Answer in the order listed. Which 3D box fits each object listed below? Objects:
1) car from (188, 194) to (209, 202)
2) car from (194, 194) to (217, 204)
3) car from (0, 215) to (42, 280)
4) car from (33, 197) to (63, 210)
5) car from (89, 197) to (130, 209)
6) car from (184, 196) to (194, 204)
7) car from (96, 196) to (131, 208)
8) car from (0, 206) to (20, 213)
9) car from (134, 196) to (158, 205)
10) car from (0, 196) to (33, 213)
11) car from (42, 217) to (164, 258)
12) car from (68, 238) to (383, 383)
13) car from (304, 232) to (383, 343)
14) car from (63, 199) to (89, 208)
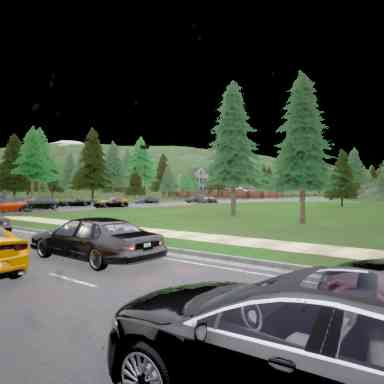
[{"bbox_3d":[1.349,1.278,70.973,2.097,1.767,4.553,0,0,38],"label":"car"},{"bbox_3d":[2.923,1.525,61.806,1.812,1.442,4.674,0,0,39],"label":"car"},{"bbox_3d":[-6.252,1.478,8.860,5.008,1.535,1.882,0,0,38],"label":"car"},{"bbox_3d":[-18.679,1.352,40.299,2.097,1.767,4.553,0,0,38],"label":"car"},{"bbox_3d":[-10.854,1.601,44.521,1.895,1.301,4.718,0,0,38],"label":"car"},{"bbox_3d":[0.515,1.507,64.391,1.837,1.490,4.892,0,-1,39],"label":"car"},{"bbox_3d":[-11.538,1.478,49.285,1.882,1.535,5.008,0,1,38],"label":"car"},{"bbox_3d":[-11.231,1.547,17.095,5.357,1.411,2.033,0,0,38],"label":"car"},{"bbox_3d":[-8.082,1.488,59.249,2.128,1.511,4.902,0,0,38],"label":"car"},{"bbox_3d":[-19.236,1.351,33.870,2.097,1.767,4.553,0,0,38],"label":"car"},{"bbox_3d":[-3.245,1.547,10.955,5.357,1.411,2.033,0,0,38],"label":"car"},{"bbox_3d":[1.220,1.492,3.080,4.902,1.511,2.128,0,0,38],"label":"car"},{"bbox_3d":[4.186,1.564,5.202,4.181,1.385,1.994,0,0,38],"label":"car"},{"bbox_3d":[-17.028,1.600,48.002,1.895,1.301,4.718,0,0,38],"label":"car"}]
